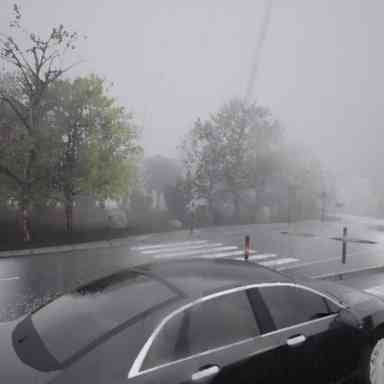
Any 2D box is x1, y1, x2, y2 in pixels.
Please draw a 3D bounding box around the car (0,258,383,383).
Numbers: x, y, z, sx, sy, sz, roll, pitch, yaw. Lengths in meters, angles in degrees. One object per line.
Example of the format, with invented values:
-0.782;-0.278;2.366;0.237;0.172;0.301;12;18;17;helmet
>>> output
0.382;1.510;3.600;4.892;1.490;1.837;0;0;-34;car
